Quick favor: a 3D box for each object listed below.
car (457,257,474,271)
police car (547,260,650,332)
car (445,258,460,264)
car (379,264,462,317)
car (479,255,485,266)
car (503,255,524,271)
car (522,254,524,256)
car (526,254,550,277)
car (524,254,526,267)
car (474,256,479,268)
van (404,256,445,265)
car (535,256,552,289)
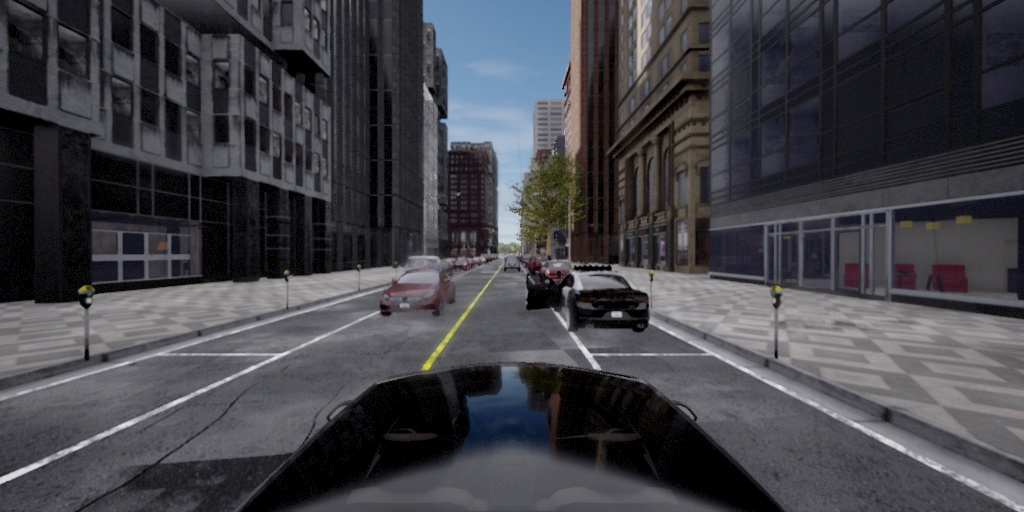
[{"bbox_3d":[-5.740,0.855,40.144,1.967,1.591,4.097,0,0,0],"label":"car"},{"bbox_3d":[2.350,1.088,10.635,1.930,1.638,5.238,0,1,0],"label":"police car"},{"bbox_3d":[-5.719,1.067,28.867,1.948,1.339,4.313,0,0,0],"label":"car"},{"bbox_3d":[-3.121,1.168,12.752,1.812,1.442,4.674,0,1,0],"label":"car"},{"bbox_3d":[-5.772,0.873,57.061,1.802,1.307,4.207,0,0,0],"label":"car"},{"bbox_3d":[0.012,0.961,40.472,2.033,1.411,5.357,0,0,0],"label":"car"},{"bbox_3d":[2.764,0.772,51.425,1.967,1.591,4.097,0,0,0],"label":"car"},{"bbox_3d":[2.796,0.773,34.507,2.192,1.841,5.009,0,0,0],"label":"car"},{"bbox_3d":[2.786,0.731,40.146,2.192,1.841,5.009,0,0,0],"label":"car"},{"bbox_3d":[-5.751,0.919,45.782,1.888,1.381,4.507,0,0,0],"label":"car"},{"bbox_3d":[-5.708,0.889,23.229,1.690,1.789,3.998,0,0,0],"label":"van"},{"bbox_3d":[2.818,0.989,23.229,1.967,1.591,4.097,0,0,0],"label":"car"}]
